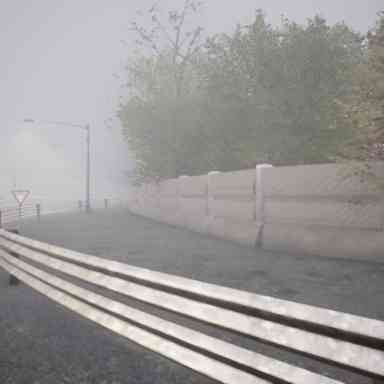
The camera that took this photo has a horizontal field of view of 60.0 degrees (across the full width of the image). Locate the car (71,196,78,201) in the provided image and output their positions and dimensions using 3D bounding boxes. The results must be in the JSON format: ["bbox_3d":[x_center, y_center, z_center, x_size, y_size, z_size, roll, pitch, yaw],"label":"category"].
[{"bbox_3d":[-30.136,1.739,85.196,2.033,1.411,5.357,0,0,-20],"label":"car"}]

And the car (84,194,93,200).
[{"bbox_3d":[-26.813,1.419,86.288,2.150,2.045,5.566,0,0,-20],"label":"car"}]

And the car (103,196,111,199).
[{"bbox_3d":[-21.857,1.775,86.318,1.895,1.301,4.718,0,0,-5],"label":"car"}]
